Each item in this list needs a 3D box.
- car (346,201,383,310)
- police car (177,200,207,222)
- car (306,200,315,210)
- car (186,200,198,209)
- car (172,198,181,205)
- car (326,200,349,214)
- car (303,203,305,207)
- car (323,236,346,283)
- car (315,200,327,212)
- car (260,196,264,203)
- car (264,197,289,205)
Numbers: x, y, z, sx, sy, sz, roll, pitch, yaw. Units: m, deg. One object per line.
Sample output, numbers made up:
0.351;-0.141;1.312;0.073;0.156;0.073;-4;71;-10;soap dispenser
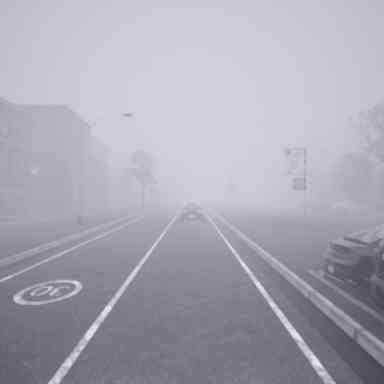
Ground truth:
5.624;1.234;4.810;5.566;2.045;2.435;0;0;0;car
0.017;1.742;28.217;2.038;1.542;4.974;0;-1;1;police car
18.700;1.800;45.271;4.892;1.521;2.231;0;0;0;car
0.002;1.992;55.652;1.812;1.442;4.674;0;-1;0;car
-3.249;2.044;72.630;1.882;1.535;5.008;0;0;0;car
18.699;1.785;38.849;4.674;1.452;2.002;0;0;0;car
18.705;1.866;48.547;4.674;1.452;2.002;0;0;0;car
5.592;1.498;7.610;4.892;1.521;2.231;0;0;0;car
18.709;1.771;41.998;5.008;1.535;2.097;0;0;0;car
18.687;2.099;76.052;4.674;1.452;2.002;0;0;0;car
18.757;1.905;72.883;4.553;1.767;2.185;0;-1;0;car
